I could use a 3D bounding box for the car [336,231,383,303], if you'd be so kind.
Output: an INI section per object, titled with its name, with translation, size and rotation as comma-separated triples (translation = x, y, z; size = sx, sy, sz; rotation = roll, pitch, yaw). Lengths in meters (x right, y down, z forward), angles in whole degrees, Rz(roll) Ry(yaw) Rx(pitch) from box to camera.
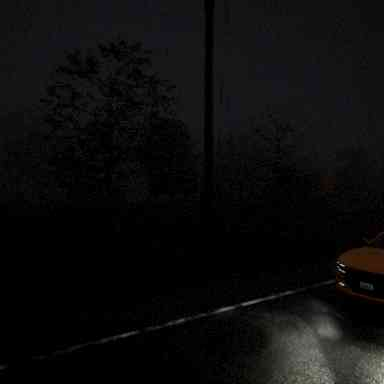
[car]
translation = 5.381, 1.553, 7.832
size = 5.008, 1.535, 1.882
rotation = 1, 0, -35
